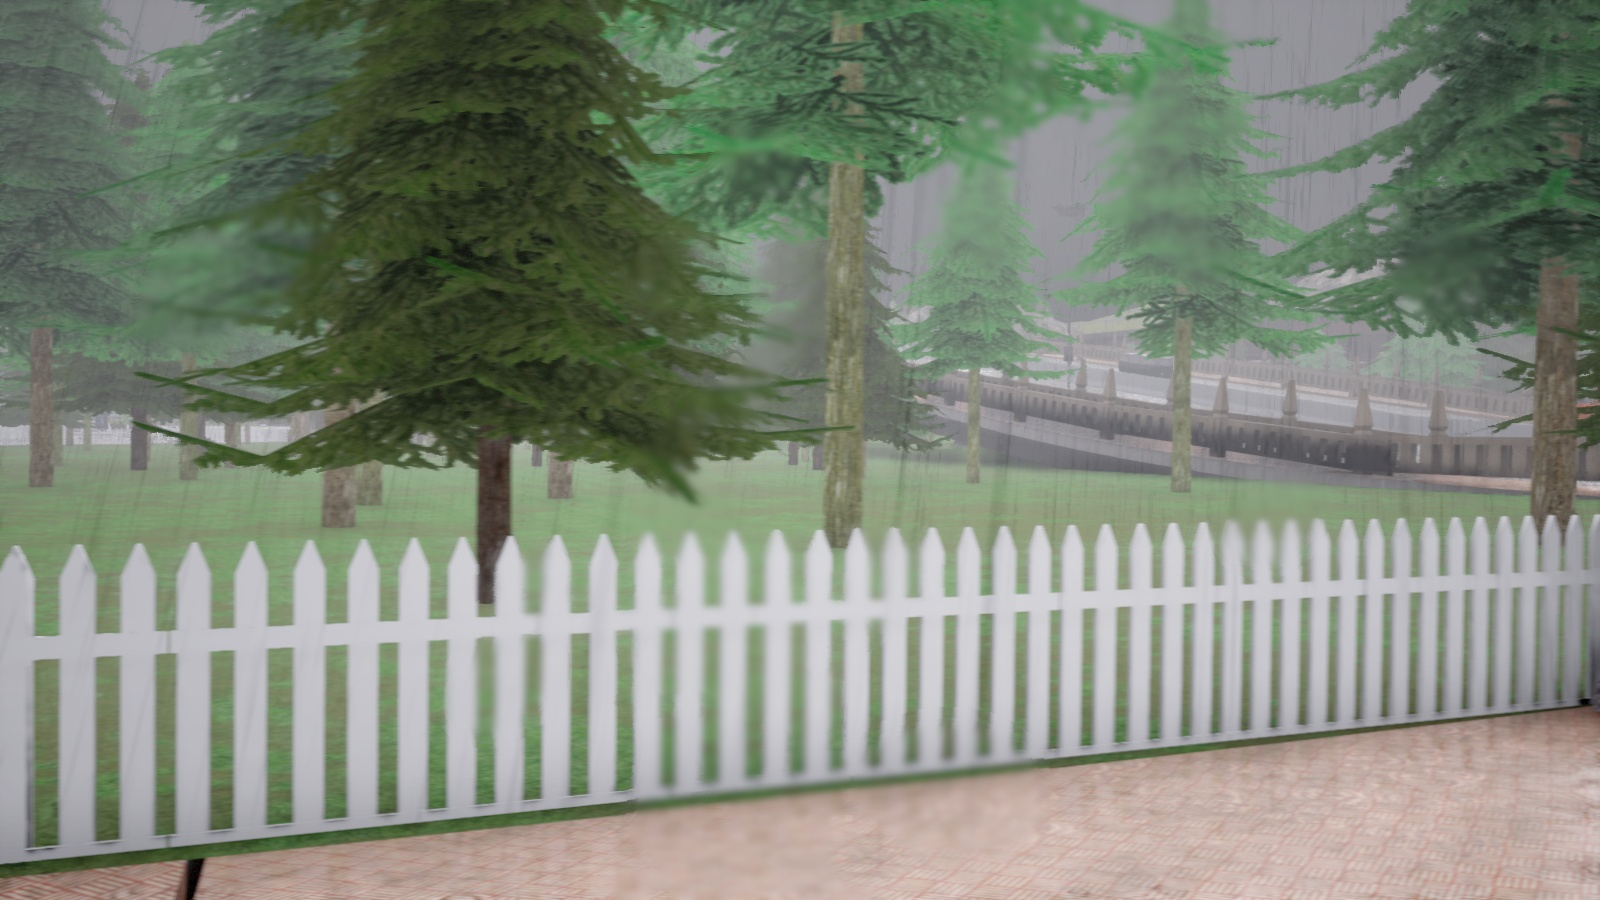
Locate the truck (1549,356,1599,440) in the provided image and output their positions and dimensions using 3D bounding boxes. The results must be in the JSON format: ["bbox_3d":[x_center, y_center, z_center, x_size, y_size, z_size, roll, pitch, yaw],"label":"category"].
[{"bbox_3d":[35.597,-2.032,51.581,2.891,3.462,7.936,-1,5,-22],"label":"truck"}]

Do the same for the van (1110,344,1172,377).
[{"bbox_3d":[24.087,-6.329,88.786,1.775,1.987,4.442,-1,8,-22],"label":"van"}]
